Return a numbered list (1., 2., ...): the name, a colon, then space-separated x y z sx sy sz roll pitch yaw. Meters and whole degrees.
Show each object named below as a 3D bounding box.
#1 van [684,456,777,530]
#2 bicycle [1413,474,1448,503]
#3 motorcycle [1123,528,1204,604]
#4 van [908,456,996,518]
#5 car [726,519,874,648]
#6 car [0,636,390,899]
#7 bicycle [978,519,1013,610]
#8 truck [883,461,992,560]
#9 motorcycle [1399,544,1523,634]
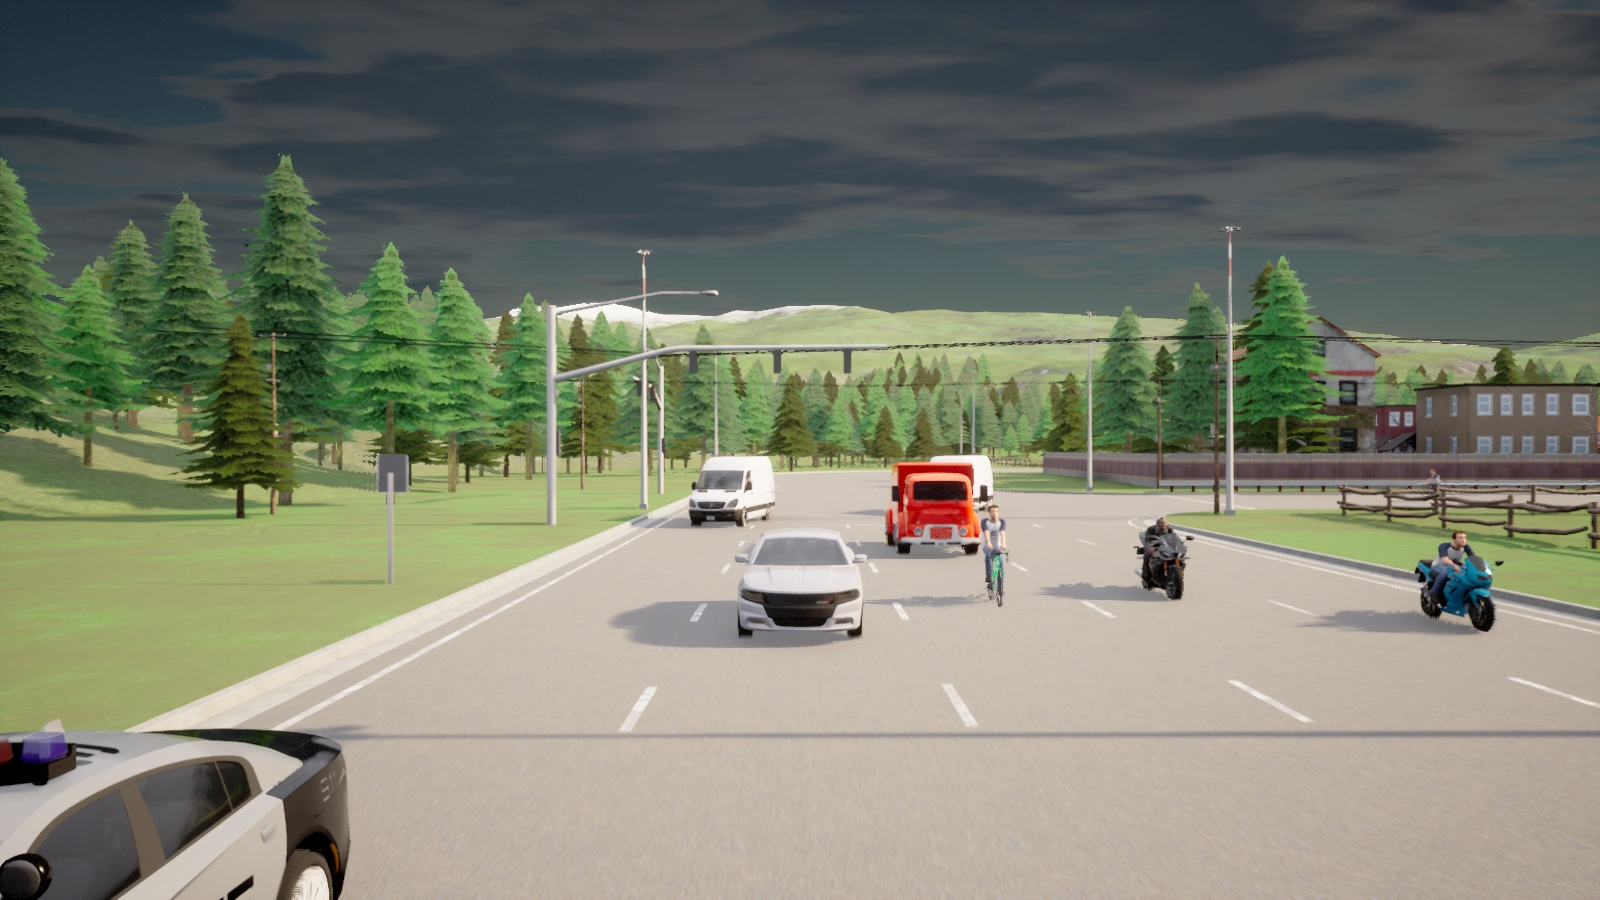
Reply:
1. van: -2.536 1.539 43.391 1.988 2.561 5.915 0 0 12
2. bicycle: 33.817 2.063 61.269 1.643 1.496 0.373 0 0 0
3. motorcycle: 7.007 2.208 22.155 0.867 1.251 2.209 0 0 0
4. van: 6.795 1.541 50.464 1.988 2.561 5.915 -1 0 26
5. car: 0.018 2.036 18.651 2.097 1.535 5.006 0 0 0
6. car: -3.609 1.983 4.515 2.097 1.638 5.238 0 0 0
7. bicycle: 3.561 2.059 20.871 0.373 1.496 1.643 0 0 1
8. truck: 3.712 1.572 31.909 2.627 2.467 5.204 0 0 2
9. motorcycle: 10.517 2.189 18.273 0.803 1.199 2.033 0 0 0
